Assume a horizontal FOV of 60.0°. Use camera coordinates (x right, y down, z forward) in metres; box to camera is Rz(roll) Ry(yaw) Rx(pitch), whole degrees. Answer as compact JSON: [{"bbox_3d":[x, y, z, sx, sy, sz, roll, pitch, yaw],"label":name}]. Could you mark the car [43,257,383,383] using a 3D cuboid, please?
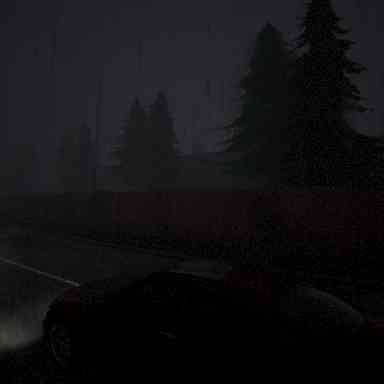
[{"bbox_3d":[0.069,1.572,4.100,4.674,1.442,1.812,-1,-1,37],"label":"car"}]
